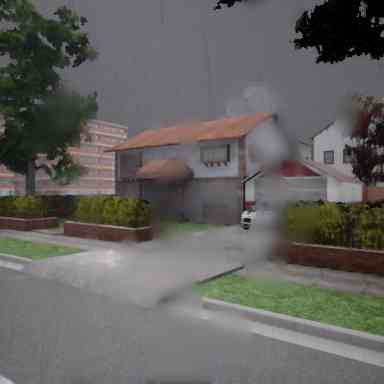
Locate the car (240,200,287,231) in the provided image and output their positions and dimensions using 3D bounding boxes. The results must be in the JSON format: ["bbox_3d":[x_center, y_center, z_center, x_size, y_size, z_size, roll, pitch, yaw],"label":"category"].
[{"bbox_3d":[4.101,1.168,17.378,1.970,1.475,3.806,0,0,36],"label":"car"}]
